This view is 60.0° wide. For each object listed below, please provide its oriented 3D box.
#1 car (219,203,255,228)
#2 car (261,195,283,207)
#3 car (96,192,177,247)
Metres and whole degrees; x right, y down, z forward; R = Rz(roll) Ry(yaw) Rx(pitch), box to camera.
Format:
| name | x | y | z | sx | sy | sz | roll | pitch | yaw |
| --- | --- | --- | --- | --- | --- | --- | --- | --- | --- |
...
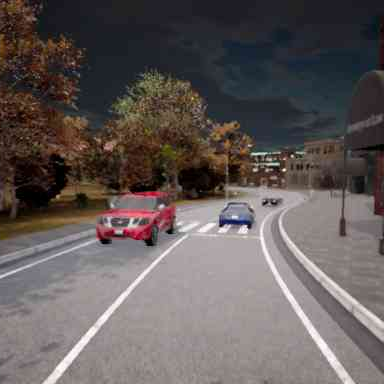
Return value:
| name | x | y | z | sx | sy | sz | roll | pitch | yaw |
| --- | --- | --- | --- | --- | --- | --- | --- | --- | --- |
| car | 2.874 | 1.352 | 20.762 | 1.994 | 1.385 | 4.181 | 1 | 1 | 13 |
| car | 9.832 | 1.025 | 40.474 | 1.895 | 1.301 | 4.718 | 2 | 2 | 24 |
| car | -2.172 | 1.049 | 14.715 | 2.150 | 2.045 | 5.566 | 1 | 1 | 10 |
